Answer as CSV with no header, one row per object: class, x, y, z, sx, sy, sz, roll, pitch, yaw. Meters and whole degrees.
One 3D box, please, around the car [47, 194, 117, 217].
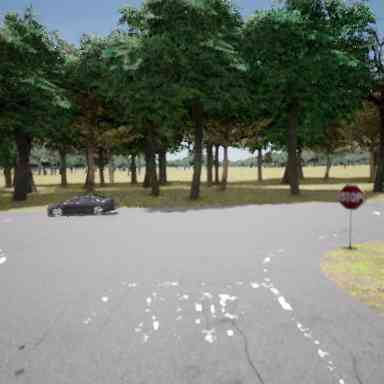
car,-8.040,0.972,24.341,4.892,1.490,1.837,-2,4,0
